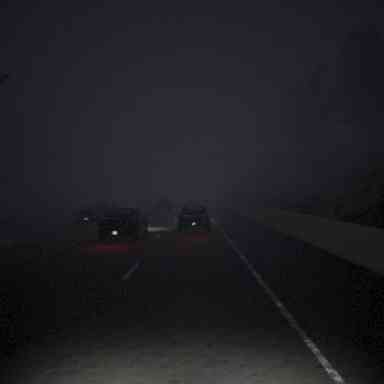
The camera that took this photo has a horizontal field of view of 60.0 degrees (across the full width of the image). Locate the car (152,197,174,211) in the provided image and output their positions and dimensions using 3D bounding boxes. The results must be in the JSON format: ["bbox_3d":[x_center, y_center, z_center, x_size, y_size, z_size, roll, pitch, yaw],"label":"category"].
[{"bbox_3d":[-3.386,1.417,41.245,2.097,1.767,4.553,0,0,0],"label":"car"}]

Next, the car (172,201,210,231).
[{"bbox_3d":[0.109,1.525,20.577,2.128,1.511,4.902,0,0,0],"label":"car"}]

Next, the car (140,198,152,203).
[{"bbox_3d":[-6.836,1.607,50.563,1.812,1.442,4.674,0,0,1],"label":"car"}]

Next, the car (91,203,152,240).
[{"bbox_3d":[-3.393,1.533,17.032,1.837,1.490,4.892,0,0,0],"label":"car"}]

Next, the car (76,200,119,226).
[{"bbox_3d":[-6.887,1.564,23.957,1.812,1.442,4.674,0,0,0],"label":"car"}]

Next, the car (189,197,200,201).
[{"bbox_3d":[0.419,1.658,59.289,1.994,1.385,4.181,0,0,4],"label":"car"}]

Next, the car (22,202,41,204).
[{"bbox_3d":[-21.033,1.550,43.757,1.882,1.535,5.008,0,0,1],"label":"car"}]
